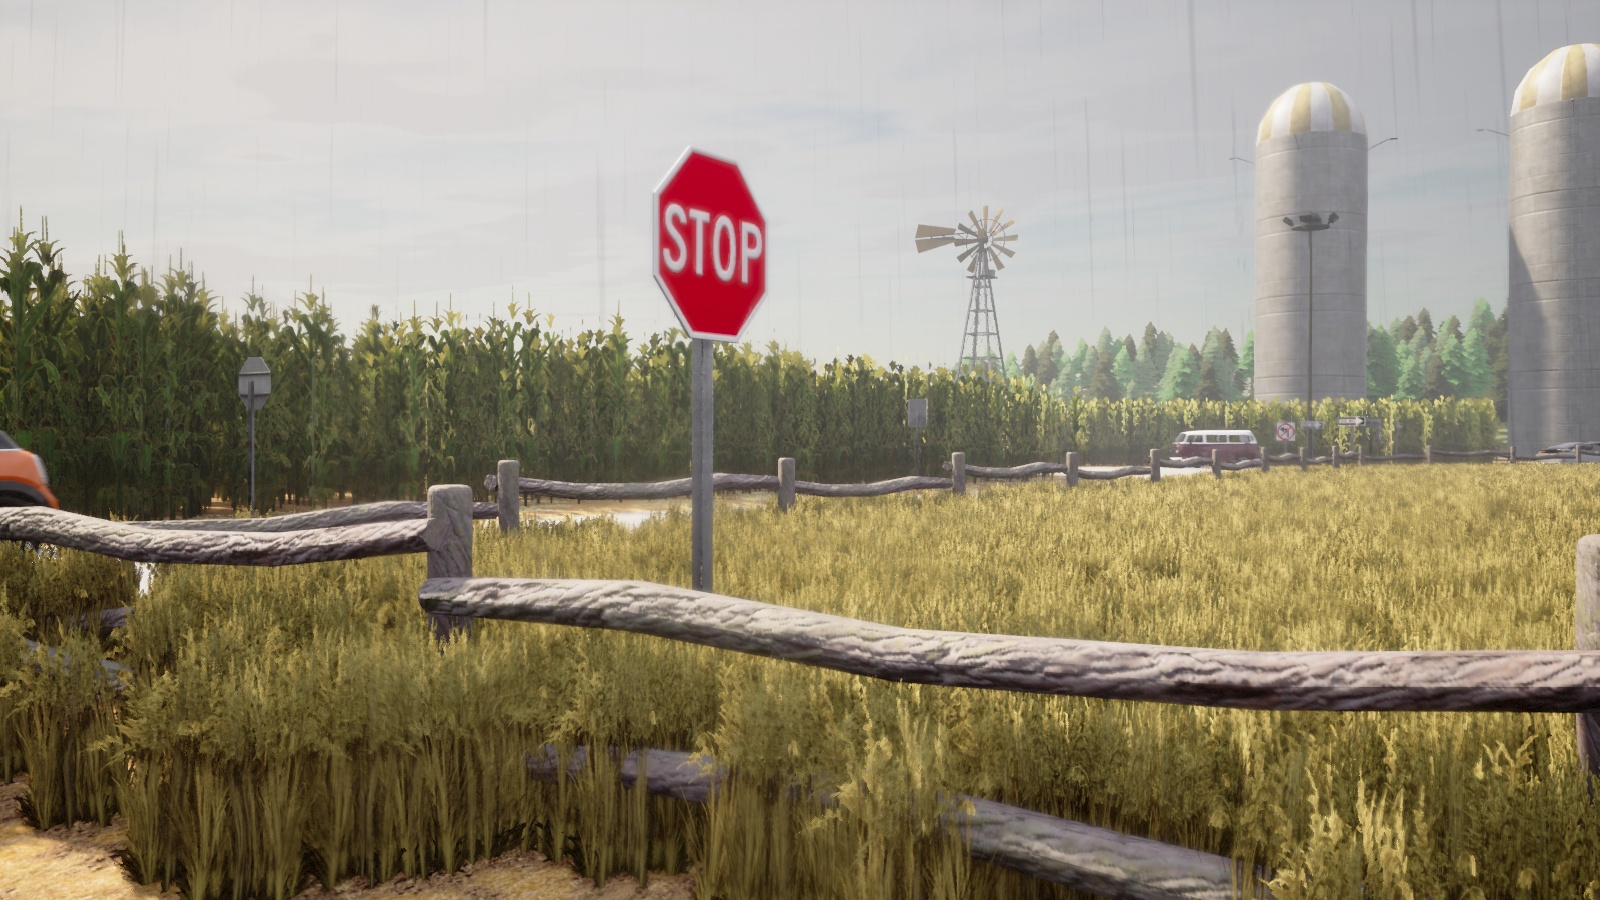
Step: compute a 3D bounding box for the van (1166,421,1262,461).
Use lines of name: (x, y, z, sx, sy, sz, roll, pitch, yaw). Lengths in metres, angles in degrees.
van: (22.226, -0.452, 67.542, 4.480, 2.038, 2.069, -1, 0, 0)

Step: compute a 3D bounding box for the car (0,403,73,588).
car: (-9.397, 0.458, 11.206, 2.097, 1.767, 4.553, -1, 0, 34)

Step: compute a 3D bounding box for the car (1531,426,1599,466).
car: (31.728, -0.202, 49.678, 4.514, 1.525, 2.007, -1, 0, -6)
